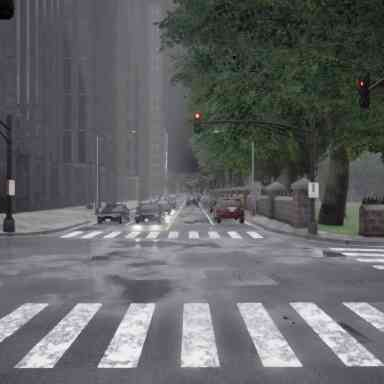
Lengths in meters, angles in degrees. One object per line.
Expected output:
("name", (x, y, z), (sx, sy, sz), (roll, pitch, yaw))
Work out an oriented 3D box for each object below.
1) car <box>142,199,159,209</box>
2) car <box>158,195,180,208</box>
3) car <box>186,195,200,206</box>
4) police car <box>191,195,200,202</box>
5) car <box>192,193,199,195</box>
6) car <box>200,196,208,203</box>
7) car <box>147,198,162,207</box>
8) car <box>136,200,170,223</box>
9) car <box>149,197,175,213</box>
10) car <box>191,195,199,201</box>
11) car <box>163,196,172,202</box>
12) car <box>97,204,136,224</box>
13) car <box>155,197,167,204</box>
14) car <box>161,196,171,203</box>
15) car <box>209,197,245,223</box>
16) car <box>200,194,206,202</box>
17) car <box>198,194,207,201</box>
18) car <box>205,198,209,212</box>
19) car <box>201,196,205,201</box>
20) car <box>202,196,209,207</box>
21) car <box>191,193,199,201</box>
("car", (-5.824, 1.616, 46.932), (1.802, 1.307, 4.206), (0, 0, 0))
("car", (-3.150, 1.524, 45.528), (2.128, 1.511, 4.902), (0, 0, 0))
("car", (0.028, 1.569, 54.331), (1.812, 1.442, 4.674), (0, -1, 0))
("police car", (0.800, 1.495, 75.888), (1.930, 1.638, 5.238), (0, 0, 0))
("car", (0.004, 1.407, 65.029), (2.097, 1.767, 4.553), (0, 0, 0))
("car", (2.664, 1.592, 74.403), (1.752, 1.417, 4.829), (0, 0, 0))
("car", (-5.831, 1.622, 52.389), (1.802, 1.307, 4.206), (0, 0, 0))
("car", (-3.134, 1.559, 25.623), (2.033, 1.411, 5.357), (0, 0, 0))
("car", (-3.132, 1.547, 35.261), (1.812, 1.442, 4.674), (0, 0, 0))
("car", (0.786, 1.591, 85.778), (1.837, 1.490, 4.892), (0, 0, 0))
("car", (-5.868, 1.620, 79.674), (1.887, 1.381, 4.507), (0, 0, 0))
("car", (-5.795, 1.576, 25.104), (1.947, 1.339, 4.313), (0, 0, 0))
("car", (-5.846, 1.635, 63.303), (1.802, 1.307, 4.206), (0, 0, 0))
("car", (-5.861, 1.611, 74.217), (1.887, 1.381, 4.507), (0, 0, 0))
("car", (2.730, 1.326, 25.125), (2.192, 1.841, 5.009), (0, 0, 0))
("car", (2.694, 1.481, 52.407), (1.967, 1.590, 4.097), (0, 0, 0))
("car", (2.650, 1.399, 85.146), (2.192, 1.841, 5.009), (0, 0, 0))
("car", (2.716, 1.588, 36.037), (1.947, 1.339, 4.313), (0, 0, 0))
("car", (2.701, 1.585, 46.950), (2.008, 1.369, 4.403), (0, 0, 0))
("car", (2.708, 1.579, 41.493), (2.008, 1.369, 4.403), (0, 0, 0))
("car", (0.779, 1.320, 91.808), (2.150, 2.045, 5.566), (0, 0, 0))
